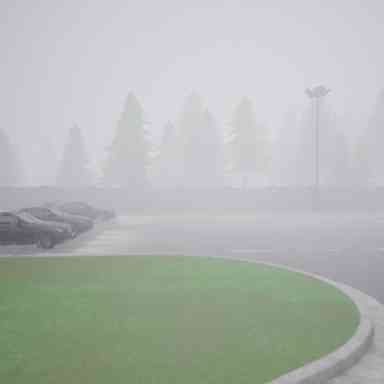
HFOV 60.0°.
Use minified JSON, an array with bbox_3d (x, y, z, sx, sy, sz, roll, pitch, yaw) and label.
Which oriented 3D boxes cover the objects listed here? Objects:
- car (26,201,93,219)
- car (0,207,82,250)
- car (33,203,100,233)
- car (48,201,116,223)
[{"bbox_3d":[-10.614,1.465,26.982,4.718,1.301,1.895,0,0,-4],"label":"car"},{"bbox_3d":[-7.094,1.465,13.196,4.674,1.442,1.812,0,0,-4],"label":"car"},{"bbox_3d":[-7.324,1.444,16.688,4.674,1.442,1.812,0,0,-4],"label":"car"},{"bbox_3d":[-7.784,1.402,23.673,4.674,1.442,1.812,0,0,-4],"label":"car"}]
